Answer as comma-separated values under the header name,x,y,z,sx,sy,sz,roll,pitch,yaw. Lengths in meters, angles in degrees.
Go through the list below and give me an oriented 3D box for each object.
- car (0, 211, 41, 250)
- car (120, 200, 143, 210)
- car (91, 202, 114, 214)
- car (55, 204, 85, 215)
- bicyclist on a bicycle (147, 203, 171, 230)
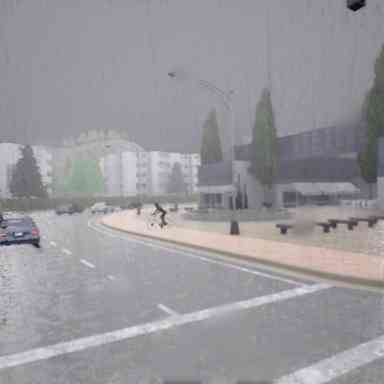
name,x,y,z,sx,sy,sz,roll,pitch,yaw
car,-8.466,1.838,15.959,2.033,1.411,5.357,-1,0,-31
car,-9.626,2.069,53.438,2.128,1.511,4.902,-1,0,22
car,-11.685,2.078,43.676,1.812,1.442,4.674,-1,0,5
car,-15.336,2.166,42.094,2.033,1.411,5.357,-1,0,3
bicyclist on a bicycle,-1.985,1.484,20.080,1.656,1.620,0.582,-1,0,-33
